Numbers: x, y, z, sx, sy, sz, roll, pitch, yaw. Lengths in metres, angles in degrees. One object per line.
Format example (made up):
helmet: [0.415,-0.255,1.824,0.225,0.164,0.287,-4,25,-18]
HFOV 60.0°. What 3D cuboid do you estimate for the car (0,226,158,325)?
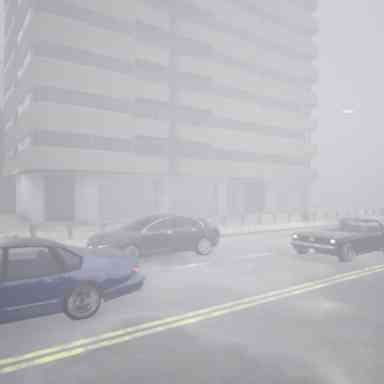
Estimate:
car: [-3.495,1.548,5.797,5.357,1.411,2.033,0,0,-36]

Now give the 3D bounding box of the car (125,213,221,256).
car: [-1.197,1.531,11.730,4.892,1.490,1.837,0,0,-35]

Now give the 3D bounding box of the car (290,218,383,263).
car: [5.814,1.662,12.416,4.718,1.301,1.895,0,0,-35]
